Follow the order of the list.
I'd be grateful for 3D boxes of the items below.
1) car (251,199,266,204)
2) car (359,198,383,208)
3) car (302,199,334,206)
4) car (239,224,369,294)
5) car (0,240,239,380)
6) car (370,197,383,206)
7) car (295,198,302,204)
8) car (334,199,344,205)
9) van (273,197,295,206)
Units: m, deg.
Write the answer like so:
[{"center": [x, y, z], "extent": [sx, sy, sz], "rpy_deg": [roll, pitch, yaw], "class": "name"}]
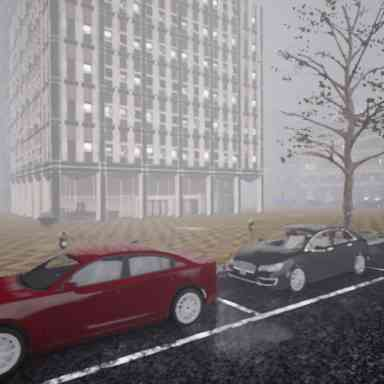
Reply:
[{"center": [17.486, 2.414, 87.523], "extent": [1.802, 1.307, 4.206], "rpy_deg": [-2, 0, -36], "class": "car"}, {"center": [30.194, 1.958, 55.469], "extent": [2.008, 1.369, 4.403], "rpy_deg": [-2, 0, -36], "class": "car"}, {"center": [24.113, 2.104, 63.942], "extent": [1.887, 1.381, 4.507], "rpy_deg": [-2, 0, -36], "class": "car"}, {"center": [2.909, 1.547, 8.642], "extent": [4.403, 1.369, 2.008], "rpy_deg": [0, 0, -35], "class": "car"}, {"center": [-1.592, 1.544, 5.431], "extent": [4.507, 1.381, 1.887], "rpy_deg": [0, 0, -36], "class": "car"}, {"center": [35.876, 1.814, 62.347], "extent": [1.967, 1.590, 4.097], "rpy_deg": [-2, 0, -36], "class": "car"}, {"center": [24.019, 2.109, 78.505], "extent": [1.967, 1.590, 4.097], "rpy_deg": [-2, 0, -36], "class": "car"}, {"center": [30.616, 2.086, 69.529], "extent": [1.802, 1.307, 4.206], "rpy_deg": [-2, 0, -36], "class": "car"}, {"center": [19.191, 2.024, 70.827], "extent": [1.690, 1.788, 3.998], "rpy_deg": [-2, 0, -36], "class": "van"}]
